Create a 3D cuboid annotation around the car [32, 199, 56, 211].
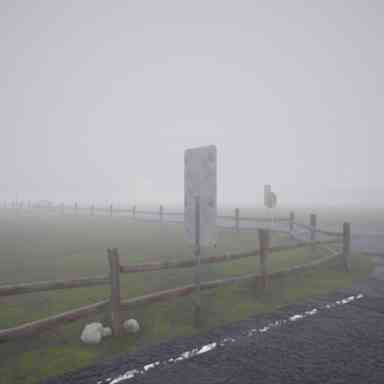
[{"bbox_3d":[-21.676,1.884,48.624,2.097,1.767,4.553,0,-1,-44],"label":"car"}]
